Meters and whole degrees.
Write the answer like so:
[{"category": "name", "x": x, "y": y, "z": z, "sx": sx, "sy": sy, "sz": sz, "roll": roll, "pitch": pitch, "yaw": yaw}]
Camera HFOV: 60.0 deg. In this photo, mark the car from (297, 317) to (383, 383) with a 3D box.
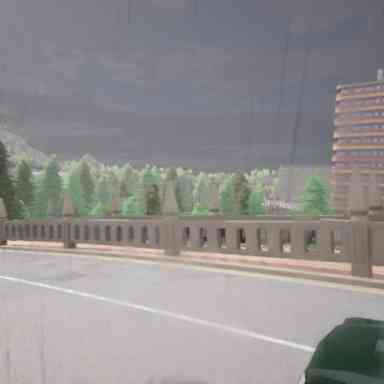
[{"category": "car", "x": 3.019, "y": 1.592, "z": 1.839, "sx": 4.718, "sy": 1.301, "sz": 1.895, "roll": 0, "pitch": 0, "yaw": 36}]
